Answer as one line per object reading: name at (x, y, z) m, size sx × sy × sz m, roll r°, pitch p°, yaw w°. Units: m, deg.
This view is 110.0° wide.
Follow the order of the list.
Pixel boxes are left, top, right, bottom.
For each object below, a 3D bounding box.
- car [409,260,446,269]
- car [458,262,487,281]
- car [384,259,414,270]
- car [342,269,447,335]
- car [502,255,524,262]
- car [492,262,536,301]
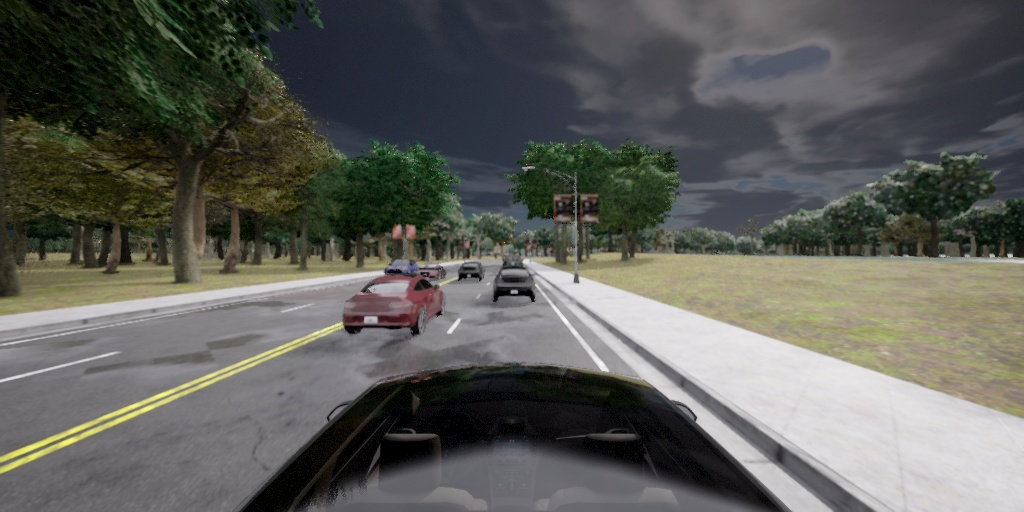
car at (-6.540, 1.247, 28.983) m, size 1.994 × 1.385 × 4.181 m, roll 0°, pitch 0°, yaw 1°
car at (-3.155, 1.188, 28.750) m, size 1.837 × 1.490 × 4.892 m, roll 0°, pitch 0°, yaw 0°
car at (-9.756, 1.025, 31.987) m, size 2.097 × 1.767 × 4.553 m, roll 0°, pitch 0°, yaw 0°
car at (-3.165, 1.258, 10.321) m, size 1.812 × 1.442 × 4.674 m, roll 0°, pitch 0°, yaw 0°
car at (0.093, 0.878, 38.355) m, size 2.150 × 2.045 × 5.566 m, roll 0°, pitch 0°, yaw 0°
car at (0.097, 1.219, 17.064) m, size 1.837 × 1.490 × 4.892 m, roll 0°, pitch 0°, yaw 0°
